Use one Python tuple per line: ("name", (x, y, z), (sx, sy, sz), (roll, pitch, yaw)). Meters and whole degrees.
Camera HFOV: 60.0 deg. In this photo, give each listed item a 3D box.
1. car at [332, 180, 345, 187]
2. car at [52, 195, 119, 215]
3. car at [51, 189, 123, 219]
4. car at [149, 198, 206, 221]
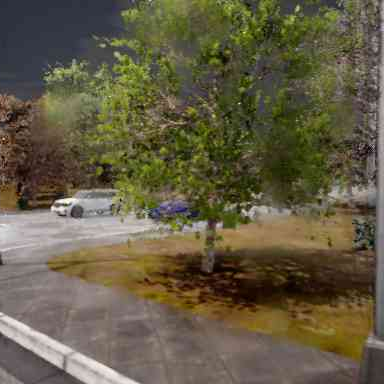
("car", (36.695, -1.891, 81.472), (2.033, 1.411, 5.357), (1, 3, 9))
("car", (-9.263, 1.073, 29.318), (2.033, 1.411, 5.357), (1, 2, 39))
("car", (-7.828, 0.825, 25.502), (2.150, 2.045, 5.566), (1, 2, 39))
("car", (-0.818, 1.170, 22.905), (1.882, 1.535, 5.008), (1, 2, 39))
